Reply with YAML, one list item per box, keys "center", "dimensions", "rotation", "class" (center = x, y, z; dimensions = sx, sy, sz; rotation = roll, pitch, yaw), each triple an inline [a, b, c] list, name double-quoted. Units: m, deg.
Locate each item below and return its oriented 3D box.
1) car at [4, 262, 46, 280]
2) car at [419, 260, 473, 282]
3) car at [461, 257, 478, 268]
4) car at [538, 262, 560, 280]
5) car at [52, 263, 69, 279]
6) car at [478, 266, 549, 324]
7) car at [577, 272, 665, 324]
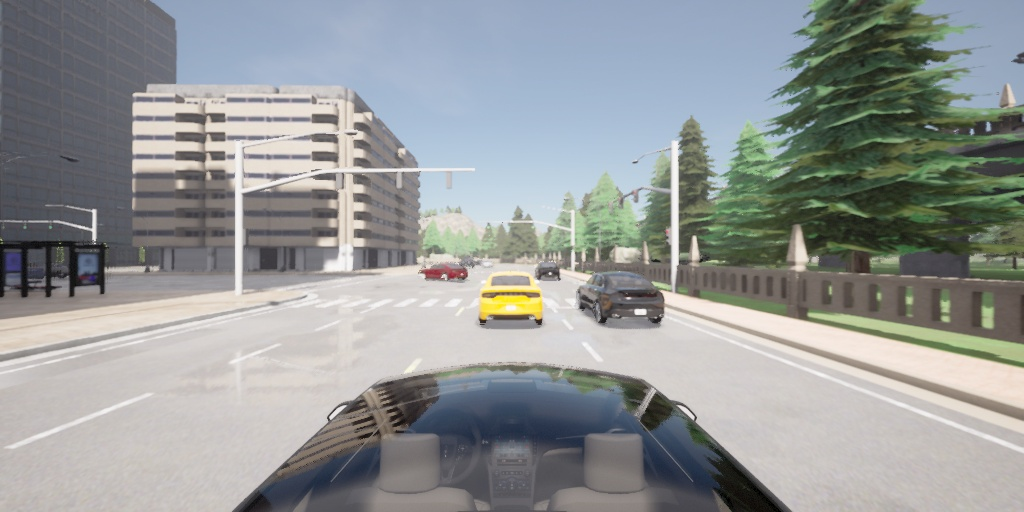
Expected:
- center: [-45.254, 1.309, 32.192]
  dimensions: [4.553, 1.767, 2.097]
  rotation: [0, 0, -2]
  class: "car"
- center: [-5.956, 1.350, 30.623]
  dimensions: [5.008, 1.535, 1.882]
  rotation: [0, -1, 40]
  class: "car"
- center: [-7.956, 1.161, 64.630]
  dimensions: [2.150, 2.045, 5.566]
  rotation: [0, 0, 0]
  class: "car"
- center: [3.157, 1.313, 32.419]
  dimensions: [1.882, 1.535, 5.008]
  rotation: [0, 0, -1]
  class: "car"
- center: [-45.257, 1.459, 35.690]
  dimensions: [4.902, 1.511, 2.128]
  rotation: [0, 0, -2]
  class: "car"
- center: [-0.051, 1.258, 12.151]
  dimensions: [1.882, 1.535, 5.008]
  rotation: [0, 0, -1]
  class: "car"
- center: [3.450, 1.279, 12.120]
  dimensions: [1.837, 1.490, 4.892]
  rotation: [0, 0, -1]
  class: "car"
